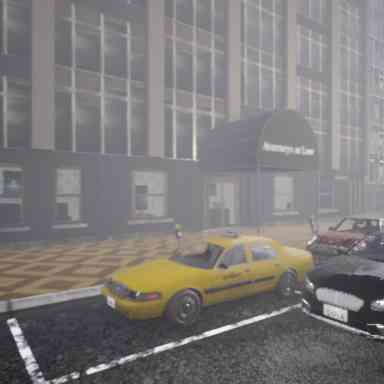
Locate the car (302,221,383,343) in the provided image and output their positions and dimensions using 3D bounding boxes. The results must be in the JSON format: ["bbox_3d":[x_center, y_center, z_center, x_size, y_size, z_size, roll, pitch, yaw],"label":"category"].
[{"bbox_3d":[4.090,1.505,6.284,4.902,1.511,2.128,0,0,-35],"label":"car"}]

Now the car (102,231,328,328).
[{"bbox_3d":[0.608,1.534,6.990,4.829,1.417,1.752,0,0,-35],"label":"car"}]

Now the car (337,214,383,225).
[{"bbox_3d":[5.392,1.459,10.393,4.097,1.590,1.967,0,0,-35],"label":"car"}]
